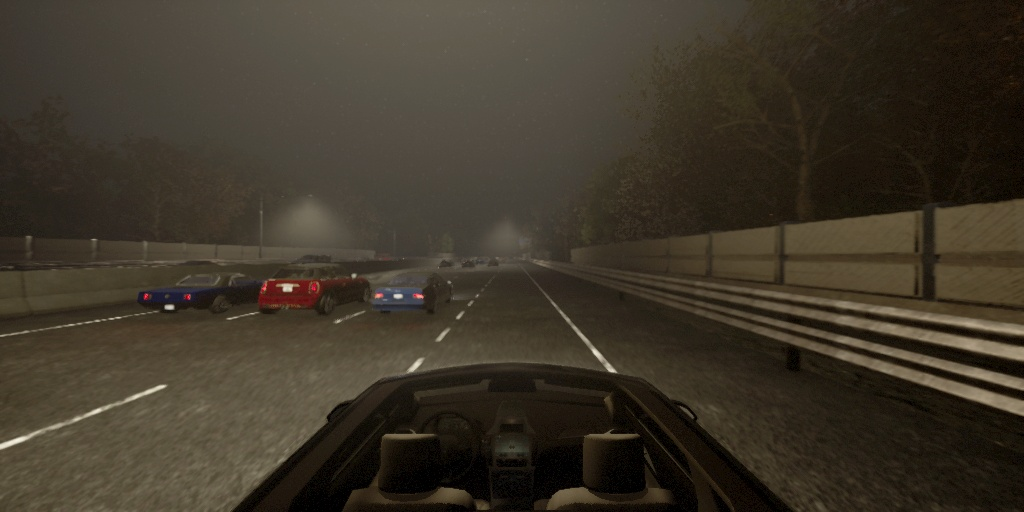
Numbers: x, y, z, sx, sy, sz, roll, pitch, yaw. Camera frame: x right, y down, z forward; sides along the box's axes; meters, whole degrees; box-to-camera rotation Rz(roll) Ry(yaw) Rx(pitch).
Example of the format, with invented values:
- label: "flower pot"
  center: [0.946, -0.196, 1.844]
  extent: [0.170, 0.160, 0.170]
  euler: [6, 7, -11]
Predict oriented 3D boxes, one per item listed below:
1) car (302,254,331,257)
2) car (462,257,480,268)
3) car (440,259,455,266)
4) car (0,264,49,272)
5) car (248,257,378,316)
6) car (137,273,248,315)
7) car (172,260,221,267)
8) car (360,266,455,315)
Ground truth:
- label: "car"
  center: [-20.979, 0.854, 37.873]
  extent: [2.150, 2.045, 5.566]
  euler: [0, 0, 0]
- label: "car"
  center: [-6.963, 1.230, 58.494]
  extent: [2.128, 1.511, 4.902]
  euler: [0, 0, 0]
- label: "car"
  center: [-10.463, 1.206, 58.406]
  extent: [2.128, 1.511, 4.902]
  euler: [0, 0, 0]
- label: "car"
  center: [-21.070, 1.104, 14.316]
  extent: [2.128, 1.511, 4.902]
  euler: [0, 0, 0]
- label: "car"
  center: [-6.989, 1.061, 13.298]
  extent: [2.097, 1.767, 4.553]
  euler: [0, 0, 0]
- label: "car"
  center: [-10.488, 1.286, 13.210]
  extent: [1.895, 1.301, 4.718]
  euler: [0, 0, 0]
- label: "car"
  center: [-28.025, 1.101, 31.784]
  extent: [1.812, 1.442, 4.674]
  euler: [0, 0, 1]
- label: "car"
  center: [-3.482, 1.281, 13.480]
  extent: [2.033, 1.411, 5.357]
  euler: [0, 0, 0]
